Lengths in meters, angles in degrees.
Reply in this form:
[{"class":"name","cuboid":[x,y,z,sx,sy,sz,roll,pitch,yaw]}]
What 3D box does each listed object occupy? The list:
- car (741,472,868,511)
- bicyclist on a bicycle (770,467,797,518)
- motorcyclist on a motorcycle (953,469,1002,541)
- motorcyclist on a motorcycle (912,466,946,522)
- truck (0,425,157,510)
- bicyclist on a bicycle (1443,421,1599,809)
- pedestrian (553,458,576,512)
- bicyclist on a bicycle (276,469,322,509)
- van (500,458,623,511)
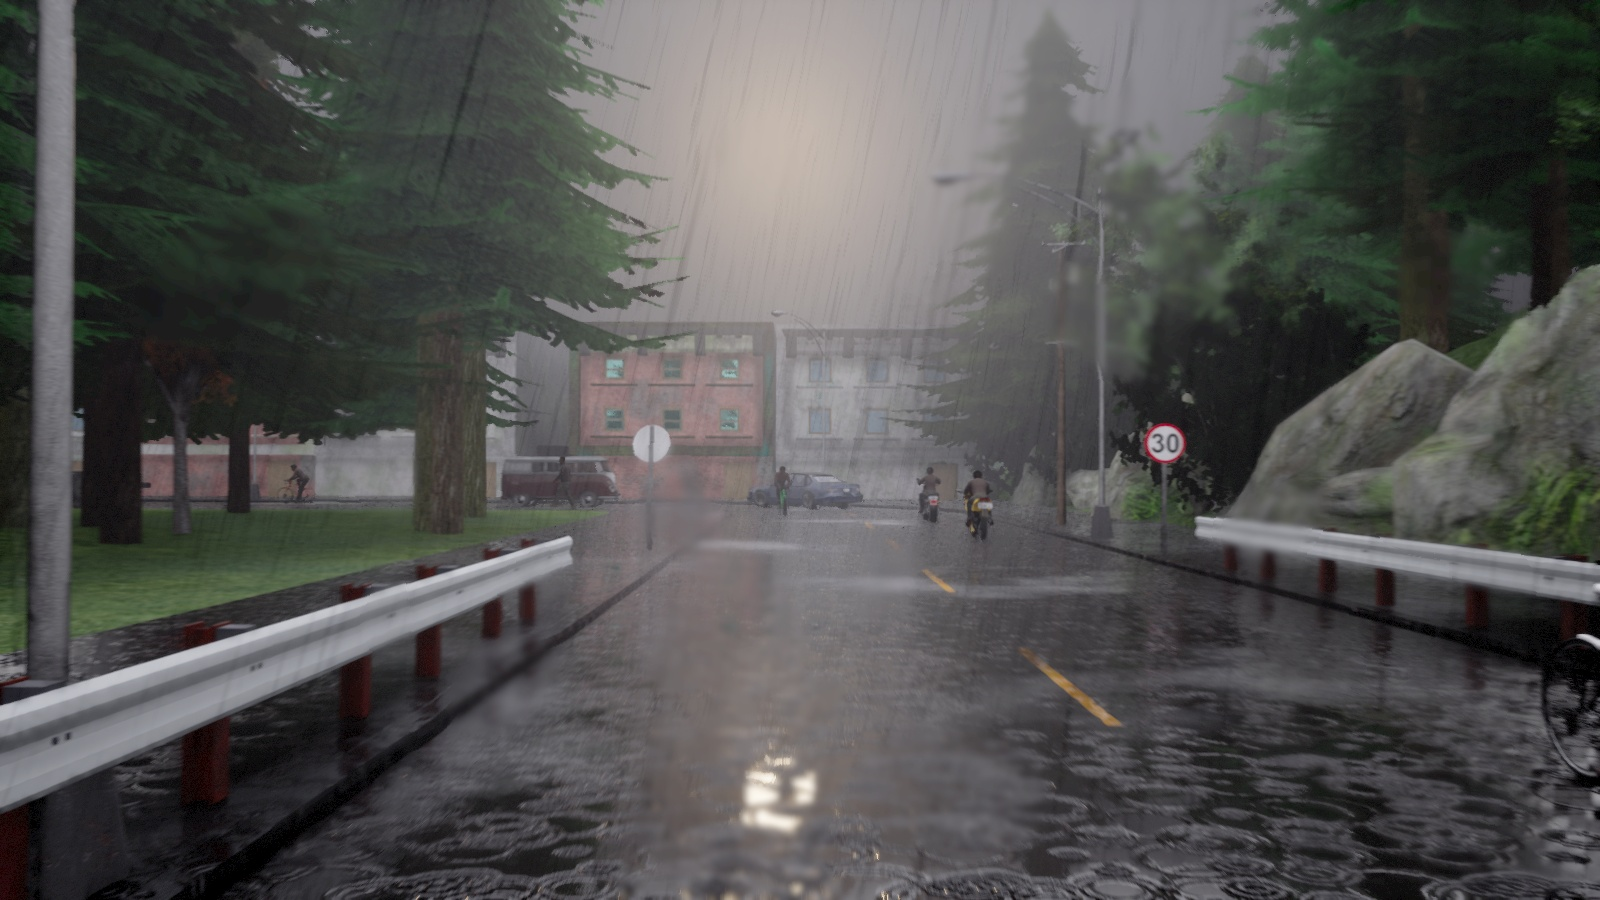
[{"class":"car","cuboid":[0.101,1.589,49.384,2.033,1.411,5.357,0,-1,-40]},{"class":"bicyclist on a bicycle","cuboid":[-0.543,1.373,41.103,0.582,1.620,1.656,-1,0,-11]},{"class":"motorcyclist on a motorcycle","cuboid":[3.913,1.188,27.851,0.797,1.523,2.044,0,-1,0]},{"class":"motorcyclist on a motorcycle","cuboid":[3.873,1.304,37.847,0.766,1.649,2.350,0,-1,-1]},{"class":"truck","cuboid":[-31.672,0.735,52.640,7.936,3.462,2.891,0,-1,0]},{"class":"bicyclist on a bicycle","cuboid":[3.980,0.757,6.190,0.659,1.776,1.843,0,-1,0]},{"class":"pedestrian","cuboid":[-8.120,1.192,43.253,0.703,1.840,0.431,0,-1,1]},{"class":"bicyclist on a bicycle","cuboid":[-20.997,1.625,52.596,1.656,1.620,0.582,1,-1,0]},{"class":"van","cuboid":[-9.180,1.318,48.564,4.442,1.987,1.775,0,-1,0]}]
